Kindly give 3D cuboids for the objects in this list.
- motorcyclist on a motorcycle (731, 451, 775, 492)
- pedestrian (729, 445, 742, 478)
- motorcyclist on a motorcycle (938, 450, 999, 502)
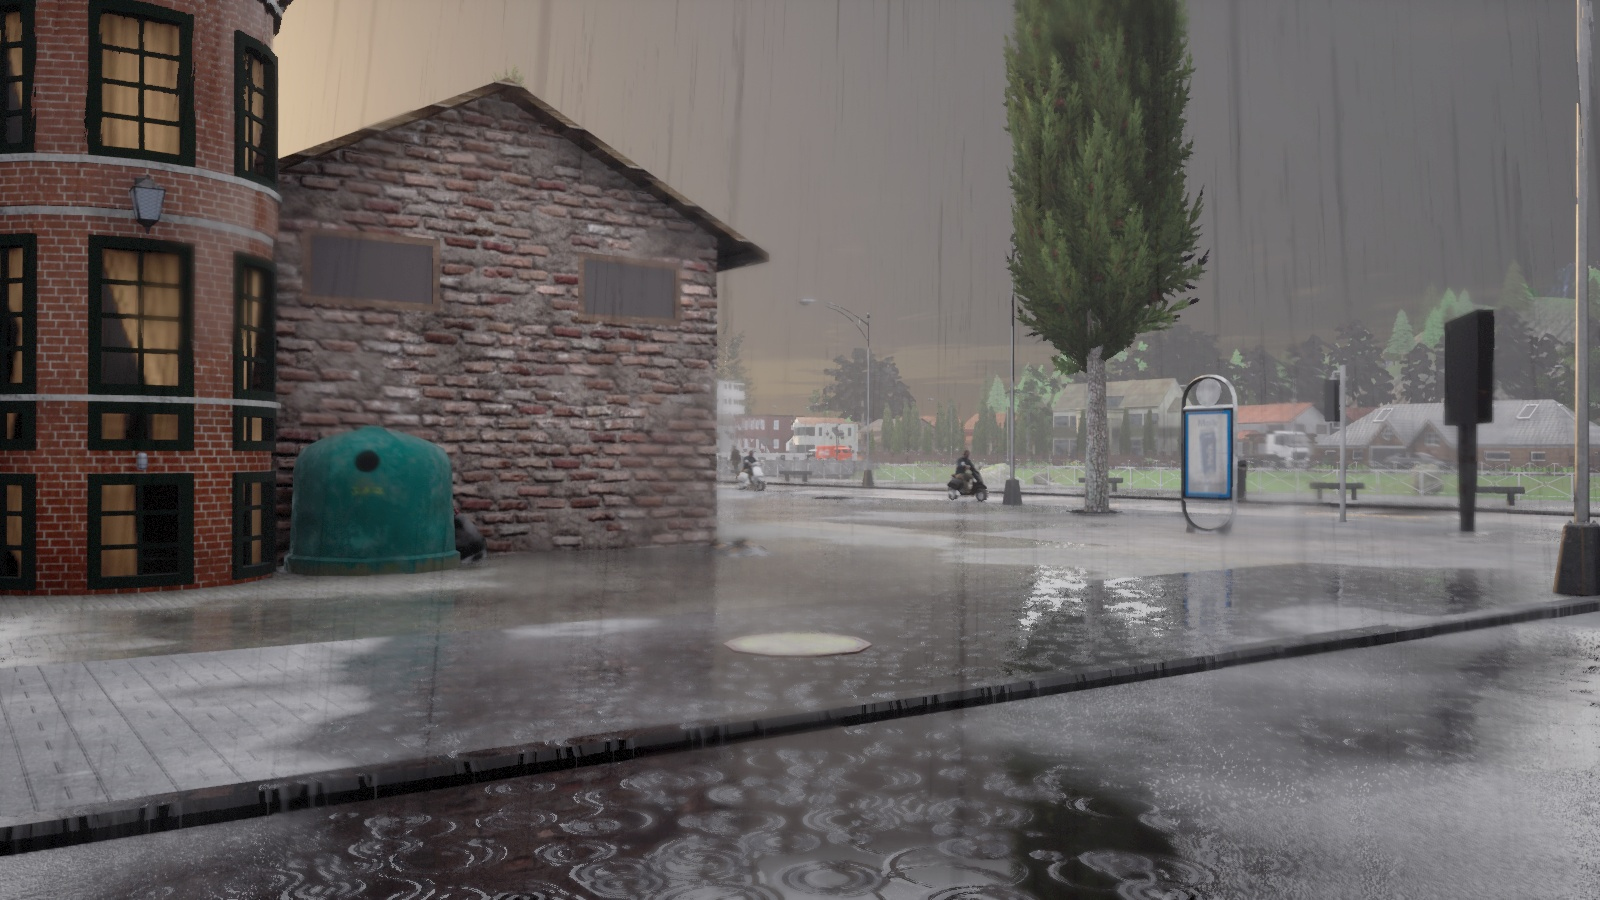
[{"bbox_3d":[-1.860,0.823,49.348,0.866,1.590,1.817,0,0,-35],"label":"motorcyclist on a motorcycle"},{"bbox_3d":[-3.650,0.636,71.015,0.431,1.840,0.703,0,0,-30],"label":"pedestrian"},{"bbox_3d":[5.247,0.783,39.157,0.866,1.590,1.817,0,0,-35],"label":"motorcyclist on a motorcycle"}]
